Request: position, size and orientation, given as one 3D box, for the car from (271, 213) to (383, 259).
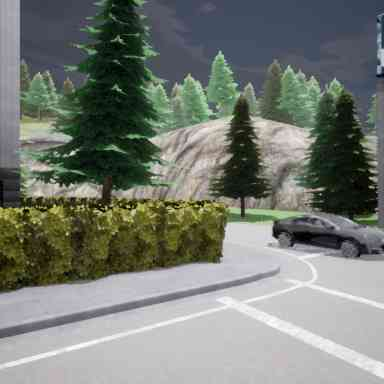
[{"bbox_3d":[5.555,1.666,13.736,2.128,1.511,4.902,0,0,-36],"label":"car"}]
